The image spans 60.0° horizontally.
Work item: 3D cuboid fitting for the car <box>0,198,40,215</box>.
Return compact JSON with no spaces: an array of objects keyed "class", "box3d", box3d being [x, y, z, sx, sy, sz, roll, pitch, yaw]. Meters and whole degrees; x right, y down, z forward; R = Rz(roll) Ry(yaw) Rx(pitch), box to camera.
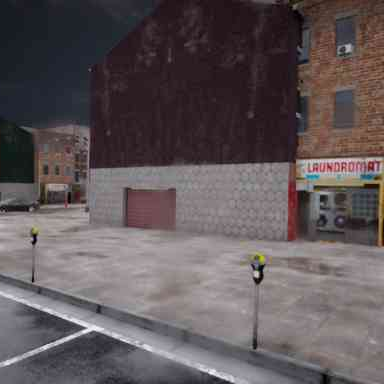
[{"class":"car","box3d":[-17.607,1.366,32.821,1.837,1.490,4.892,1,1,36]}]
